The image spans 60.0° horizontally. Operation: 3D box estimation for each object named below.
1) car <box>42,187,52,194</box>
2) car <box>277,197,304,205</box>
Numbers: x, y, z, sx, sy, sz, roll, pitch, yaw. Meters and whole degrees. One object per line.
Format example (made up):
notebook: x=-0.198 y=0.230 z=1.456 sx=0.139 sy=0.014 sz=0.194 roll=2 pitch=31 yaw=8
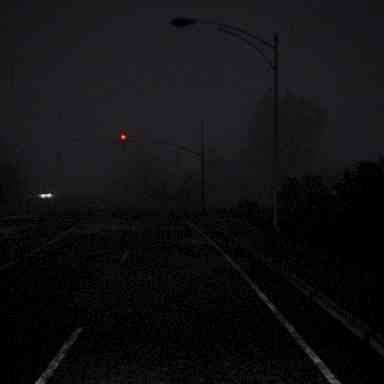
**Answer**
car: x=-29.926 y=-0.319 z=68.527 sx=2.128 sy=1.511 sz=4.902 roll=-1 pitch=2 yaw=-24
car: x=12.267 y=0.849 z=38.616 sx=4.902 sy=1.511 sz=2.128 roll=1 pitch=2 yaw=-21
